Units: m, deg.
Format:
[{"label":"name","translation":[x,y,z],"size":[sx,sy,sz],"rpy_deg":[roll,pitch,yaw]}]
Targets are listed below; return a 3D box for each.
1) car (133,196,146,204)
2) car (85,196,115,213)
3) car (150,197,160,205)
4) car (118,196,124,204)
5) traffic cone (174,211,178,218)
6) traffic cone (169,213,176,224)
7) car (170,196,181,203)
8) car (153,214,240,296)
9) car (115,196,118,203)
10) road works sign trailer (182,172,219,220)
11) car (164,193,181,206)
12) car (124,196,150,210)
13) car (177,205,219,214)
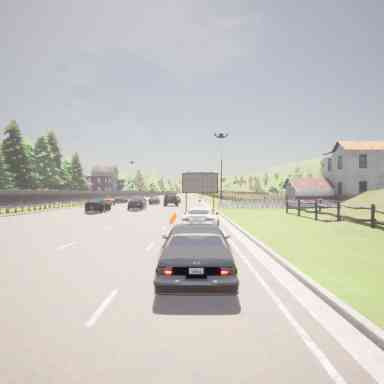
[{"label":"car","translation":[-10.311,1.533,65.276],"size":[1.812,1.442,4.674],"rpy_deg":[0,0,0]},{"label":"car","translation":[-10.350,1.481,36.899],"size":[1.882,1.535,5.008],"rpy_deg":[0,0,0]},{"label":"car","translation":[-6.822,1.554,60.068],"size":[2.033,1.411,5.357],"rpy_deg":[0,0,1]},{"label":"car","translation":[-13.813,1.532,63.737],"size":[1.812,1.442,4.674],"rpy_deg":[0,0,0]},{"label":"traffic cone","translation":[-1.453,1.958,25.180],"size":[0.340,0.580,0.340],"rpy_deg":[0,0,0]},{"label":"traffic cone","translation":[-1.456,1.958,23.180],"size":[0.340,0.580,0.340],"rpy_deg":[0,0,0]},{"label":"car","translation":[-3.307,1.571,68.576],"size":[1.994,1.385,4.181],"rpy_deg":[0,0,0]},{"label":"car","translation":[0.109,1.548,8.823],"size":[2.033,1.411,5.357],"rpy_deg":[0,0,1]},{"label":"car","translation":[-13.829,1.358,53.135],"size":[2.097,1.767,4.553],"rpy_deg":[0,0,0]},{"label":"road works sign trailer","translation":[0.517,0.467,22.073],"size":[2.380,3.560,2.880],"rpy_deg":[0,0,-3]},{"label":"car","translation":[-3.327,1.227,53.361],"size":[2.150,2.045,5.566],"rpy_deg":[0,0,0]},{"label":"car","translation":[-6.843,1.508,41.860],"size":[1.837,1.490,4.892],"rpy_deg":[0,0,0]},{"label":"car","translation":[0.489,1.541,18.459],"size":[1.812,1.442,4.674],"rpy_deg":[-1,-1,6]}]
